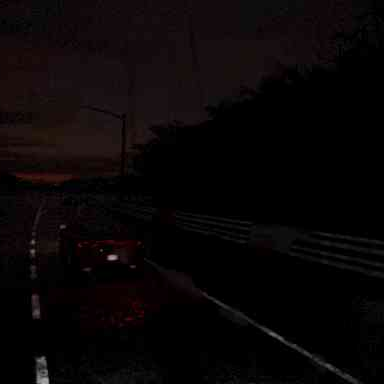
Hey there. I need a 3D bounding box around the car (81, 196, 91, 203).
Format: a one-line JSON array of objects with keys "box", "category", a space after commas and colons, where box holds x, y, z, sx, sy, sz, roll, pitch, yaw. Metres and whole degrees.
[{"box": [-23.184, 1.608, 72.120, 2.033, 1.411, 5.357, 2, -1, -7], "category": "car"}]

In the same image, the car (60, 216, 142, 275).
[{"box": [-3.090, 1.499, 10.672, 1.882, 1.535, 5.008, 2, -1, -26], "category": "car"}]

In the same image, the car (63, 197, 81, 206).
[{"box": [-19.268, 1.509, 52.673, 2.033, 1.411, 5.357, 2, -1, -14], "category": "car"}]
